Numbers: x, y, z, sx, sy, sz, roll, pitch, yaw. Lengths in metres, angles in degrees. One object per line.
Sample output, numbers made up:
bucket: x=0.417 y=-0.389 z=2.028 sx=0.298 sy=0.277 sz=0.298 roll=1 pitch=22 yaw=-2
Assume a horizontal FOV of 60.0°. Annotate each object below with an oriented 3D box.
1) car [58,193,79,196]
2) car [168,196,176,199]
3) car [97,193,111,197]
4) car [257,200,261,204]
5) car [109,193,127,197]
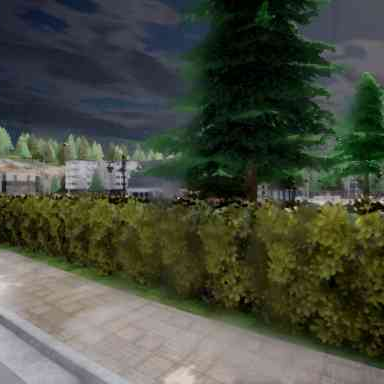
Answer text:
car: x=-28.384 y=1.140 z=79.463 sx=2.152 sy=1.636 sz=5.027 roll=0 pitch=0 yaw=43
car: x=-3.312 y=1.366 z=56.078 sx=1.845 sy=1.501 sz=3.633 roll=0 pitch=0 yaw=43
car: x=-16.705 y=1.086 z=68.962 sx=1.932 sy=1.855 sz=4.605 roll=0 pitch=0 yaw=43
car: x=9.633 y=1.348 z=44.218 sx=2.097 sy=1.767 sz=4.553 roll=0 pitch=0 yaw=43
car: x=-10.580 y=1.376 z=52.743 sx=1.970 sy=1.475 sz=3.806 roll=0 pitch=0 yaw=43
